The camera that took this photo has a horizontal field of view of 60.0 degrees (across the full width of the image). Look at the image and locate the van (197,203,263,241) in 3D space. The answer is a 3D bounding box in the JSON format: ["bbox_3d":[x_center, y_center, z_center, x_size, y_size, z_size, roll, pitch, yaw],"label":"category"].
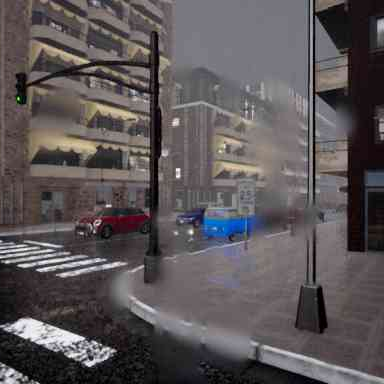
[{"bbox_3d":[2.248,1.703,18.773,1.690,1.788,3.998,-1,-2,35],"label":"van"}]

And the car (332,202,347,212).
[{"bbox_3d":[25.948,2.722,56.769,1.837,1.490,4.892,0,-1,36],"label":"car"}]

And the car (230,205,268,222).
[{"bbox_3d":[5.933,2.139,34.136,1.837,1.490,4.892,0,-1,35],"label":"car"}]

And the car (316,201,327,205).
[{"bbox_3d":[24.175,2.888,64.287,1.802,1.307,4.206,-1,-2,35],"label":"car"}]

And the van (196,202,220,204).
[{"bbox_3d":[1.699,1.902,32.695,1.690,1.788,3.998,-1,-2,35],"label":"van"}]

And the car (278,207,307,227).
[{"bbox_3d":[8.532,2.157,27.893,1.802,1.307,4.206,-1,-2,35],"label":"car"}]

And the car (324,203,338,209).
[{"bbox_3d":[30.597,3.063,73.315,1.887,1.381,4.507,-1,-2,35],"label":"car"}]

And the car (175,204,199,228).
[{"bbox_3d":[0.610,1.984,26.659,1.812,1.442,4.674,0,-1,36],"label":"car"}]

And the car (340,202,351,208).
[{"bbox_3d":[40.132,3.374,86.722,1.752,1.417,4.829,-1,-2,35],"label":"car"}]

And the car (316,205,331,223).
[{"bbox_3d":[11.743,2.232,32.409,2.008,1.369,4.403,-1,-2,35],"label":"car"}]

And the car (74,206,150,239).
[{"bbox_3d":[-4.530,1.638,19.396,2.097,1.767,4.553,0,-1,35],"label":"car"}]

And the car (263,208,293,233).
[{"bbox_3d":[5.322,2.034,23.380,1.947,1.339,4.313,-1,-2,35],"label":"car"}]

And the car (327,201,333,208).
[{"bbox_3d":[27.385,2.727,68.807,2.192,1.841,5.009,-1,-2,35],"label":"car"}]
